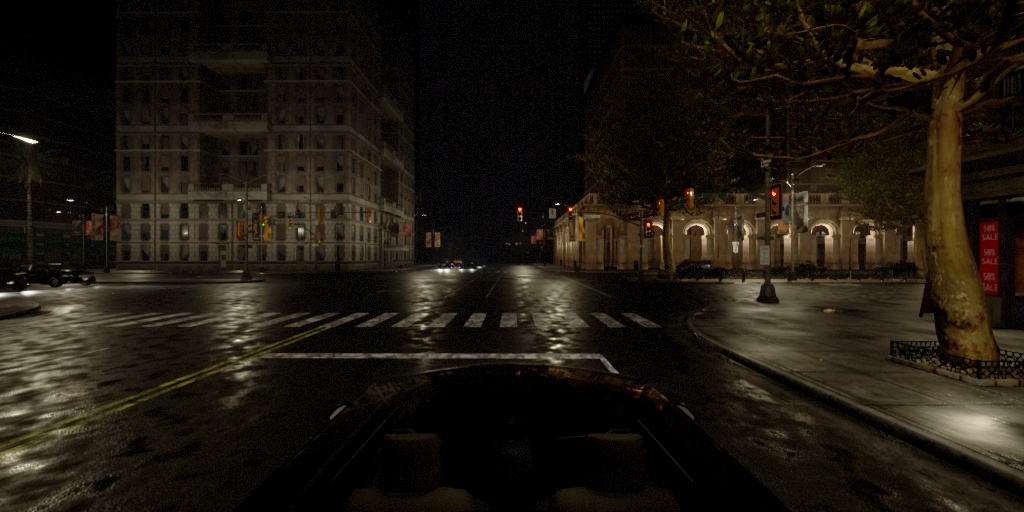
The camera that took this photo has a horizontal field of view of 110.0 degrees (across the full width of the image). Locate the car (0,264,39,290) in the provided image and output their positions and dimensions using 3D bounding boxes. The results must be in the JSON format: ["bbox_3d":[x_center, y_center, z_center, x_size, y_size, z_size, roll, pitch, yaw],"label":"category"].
[{"bbox_3d":[-29.793,1.314,19.910,4.181,1.385,1.994,0,0,1],"label":"car"}]

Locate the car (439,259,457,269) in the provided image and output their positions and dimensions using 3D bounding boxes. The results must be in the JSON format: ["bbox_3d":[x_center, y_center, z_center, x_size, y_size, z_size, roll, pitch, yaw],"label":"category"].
[{"bbox_3d":[-10.412,1.241,57.249,2.128,1.511,4.902,0,0,1],"label":"car"}]

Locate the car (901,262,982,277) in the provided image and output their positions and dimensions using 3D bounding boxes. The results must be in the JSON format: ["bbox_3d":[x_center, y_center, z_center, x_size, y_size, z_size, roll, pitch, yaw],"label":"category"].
[{"bbox_3d":[41.192,1.297,34.489,5.357,1.411,2.033,0,0,1],"label":"car"}]

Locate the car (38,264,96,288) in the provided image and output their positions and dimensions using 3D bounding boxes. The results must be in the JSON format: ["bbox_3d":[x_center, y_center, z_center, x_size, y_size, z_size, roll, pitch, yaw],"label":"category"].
[{"bbox_3d":[-30.233,1.241,23.421,4.902,1.511,2.128,0,0,1],"label":"car"}]

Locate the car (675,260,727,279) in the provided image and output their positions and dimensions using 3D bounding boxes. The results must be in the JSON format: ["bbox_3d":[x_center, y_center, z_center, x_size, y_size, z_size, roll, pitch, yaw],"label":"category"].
[{"bbox_3d":[16.332,1.314,31.212,4.181,1.385,1.994,0,0,0],"label":"car"}]

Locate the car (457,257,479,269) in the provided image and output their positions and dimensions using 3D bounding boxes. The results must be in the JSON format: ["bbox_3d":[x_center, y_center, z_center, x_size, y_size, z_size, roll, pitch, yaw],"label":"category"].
[{"bbox_3d":[-6.916,1.102,56.804,2.097,1.767,4.553,0,0,1],"label":"car"}]

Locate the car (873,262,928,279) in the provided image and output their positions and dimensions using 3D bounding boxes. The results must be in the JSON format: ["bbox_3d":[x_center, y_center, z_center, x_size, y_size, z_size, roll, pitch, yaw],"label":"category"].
[{"bbox_3d":[34.346,1.227,31.055,5.008,1.535,1.882,0,0,1],"label":"car"}]

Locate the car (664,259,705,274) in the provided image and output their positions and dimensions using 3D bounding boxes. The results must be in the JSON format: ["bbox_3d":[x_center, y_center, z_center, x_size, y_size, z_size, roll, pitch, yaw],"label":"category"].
[{"bbox_3d":[17.258,1.102,34.704,4.553,1.767,2.097,0,0,0],"label":"car"}]
